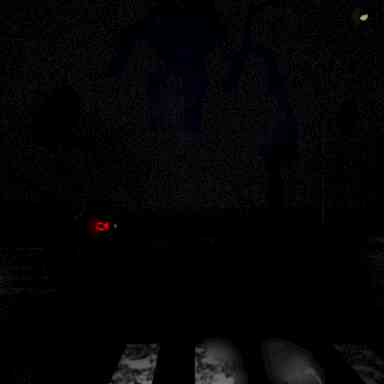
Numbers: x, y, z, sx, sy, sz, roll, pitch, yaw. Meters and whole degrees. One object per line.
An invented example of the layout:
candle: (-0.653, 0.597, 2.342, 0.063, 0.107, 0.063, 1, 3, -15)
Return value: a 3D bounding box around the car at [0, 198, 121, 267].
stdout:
car: (-5.202, 1.242, 11.024, 5.566, 2.045, 2.150, -1, 0, 1)
